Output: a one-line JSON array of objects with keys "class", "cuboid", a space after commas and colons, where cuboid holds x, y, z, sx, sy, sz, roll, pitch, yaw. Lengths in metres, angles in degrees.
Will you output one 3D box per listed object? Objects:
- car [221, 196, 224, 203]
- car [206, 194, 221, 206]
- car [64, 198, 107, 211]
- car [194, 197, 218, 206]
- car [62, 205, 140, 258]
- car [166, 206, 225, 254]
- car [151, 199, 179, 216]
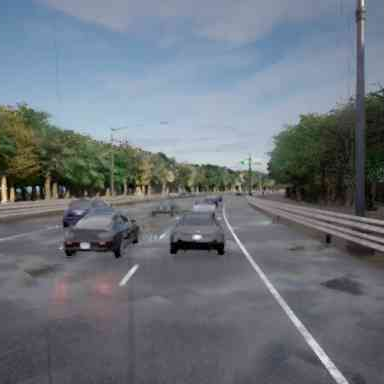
[{"class": "car", "cuboid": [4.472, 1.119, 59.201, 1.837, 1.490, 4.892, 0, 0, 9]}, {"class": "car", "cuboid": [2.649, 1.188, 45.479, 1.882, 1.535, 5.008, 0, 0, 6]}, {"class": "car", "cuboid": [-6.308, 1.204, 20.962, 2.097, 1.767, 4.553, 0, 0, 3]}, {"class": "car", "cuboid": [1.150, 1.409, 29.966, 1.895, 1.301, 4.718, 0, 0, 4]}, {"class": "car", "cuboid": [-3.171, 1.439, 12.348, 1.812, 1.442, 4.674, 0, 0, 1]}, {"class": "car", "cuboid": [0.244, 1.478, 13.214, 1.994, 1.385, 4.181, 0, 0, 2]}, {"class": "car", "cuboid": [-2.292, 1.353, 29.298, 2.033, 1.411, 5.357, 0, 0, 4]}]
